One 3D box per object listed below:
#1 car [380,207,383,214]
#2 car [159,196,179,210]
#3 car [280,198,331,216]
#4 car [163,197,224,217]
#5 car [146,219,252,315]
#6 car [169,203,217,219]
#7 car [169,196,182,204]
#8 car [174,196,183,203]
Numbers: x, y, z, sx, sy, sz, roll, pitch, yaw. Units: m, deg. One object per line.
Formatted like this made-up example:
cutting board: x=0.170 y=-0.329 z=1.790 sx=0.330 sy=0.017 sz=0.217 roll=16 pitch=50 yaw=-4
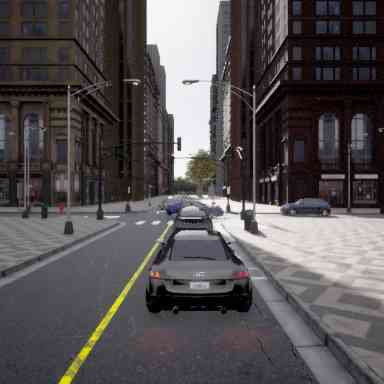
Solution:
car: x=20.508 y=1.631 z=32.048 sx=4.181 sy=1.385 sz=1.994 roll=0 pitch=0 yaw=0
car: x=-3.105 y=1.548 z=43.049 sx=2.033 sy=1.411 sz=5.357 roll=0 pitch=0 yaw=0
car: x=10.852 y=1.389 z=32.082 sx=4.553 sy=1.767 sz=2.097 roll=0 pitch=0 yaw=1
car: x=0.244 y=1.478 z=28.846 sx=5.008 sy=1.535 sz=1.882 roll=0 pitch=0 yaw=0
car: x=0.105 y=1.564 z=7.686 sx=1.994 sy=1.385 sz=4.181 roll=0 pitch=0 yaw=-1
car: x=0.055 y=1.505 z=16.593 sx=1.837 sy=1.490 sz=4.892 roll=0 pitch=0 yaw=0
car: x=-3.078 y=1.561 z=63.123 sx=2.033 sy=1.411 sz=5.357 roll=0 pitch=0 yaw=0
car: x=-3.024 y=1.551 z=73.457 sx=1.812 sy=1.442 sz=4.674 roll=0 pitch=0 yaw=0
